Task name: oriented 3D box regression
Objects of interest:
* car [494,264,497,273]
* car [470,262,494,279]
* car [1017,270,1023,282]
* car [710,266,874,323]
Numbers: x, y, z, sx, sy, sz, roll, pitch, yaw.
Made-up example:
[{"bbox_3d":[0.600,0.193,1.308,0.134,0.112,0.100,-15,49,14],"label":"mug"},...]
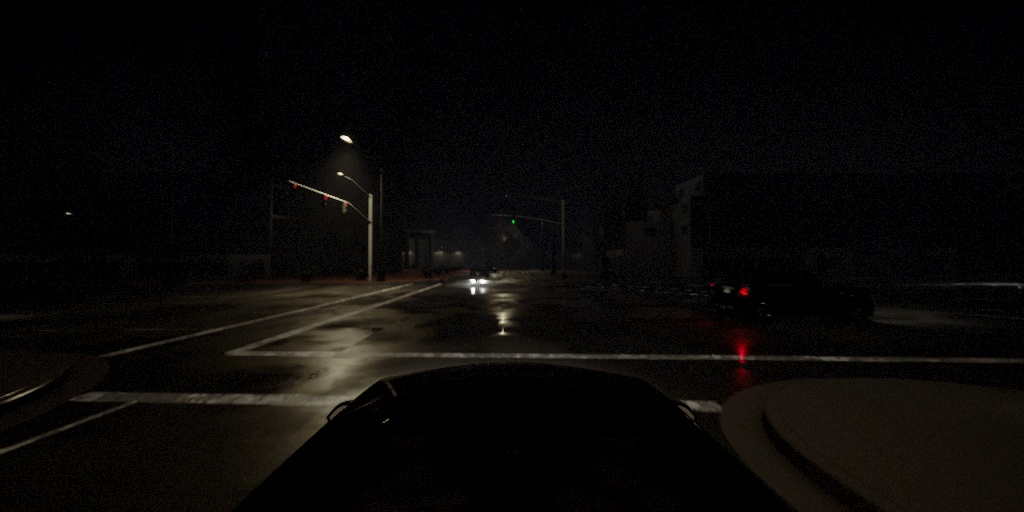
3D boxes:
[{"bbox_3d":[-3.492,1.783,55.862,2.097,1.767,4.553,0,-1,0],"label":"car"},{"bbox_3d":[-3.568,1.717,40.064,2.128,1.511,4.902,0,-1,0],"label":"car"},{"bbox_3d":[40.942,1.210,26.746,4.902,1.511,2.128,-2,-1,0],"label":"car"},{"bbox_3d":[9.440,1.210,12.292,4.553,1.767,2.097,0,-1,-1],"label":"car"}]
